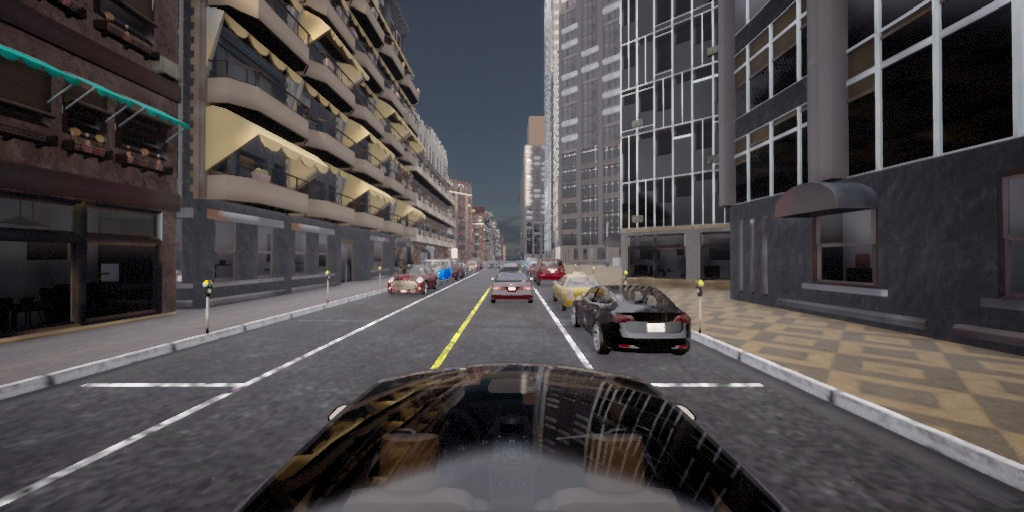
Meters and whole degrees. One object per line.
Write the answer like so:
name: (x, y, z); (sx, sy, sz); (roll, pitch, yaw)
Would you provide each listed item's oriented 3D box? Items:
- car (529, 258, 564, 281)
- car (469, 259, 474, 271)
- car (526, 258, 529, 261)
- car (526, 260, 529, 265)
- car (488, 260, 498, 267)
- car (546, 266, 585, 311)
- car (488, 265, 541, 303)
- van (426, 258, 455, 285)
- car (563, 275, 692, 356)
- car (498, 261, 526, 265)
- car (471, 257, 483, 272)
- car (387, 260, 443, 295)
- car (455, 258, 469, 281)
car: (2.566, 1.075, 25.088); (2.192, 1.841, 5.009); (0, 0, 0)
car: (-5.315, 1.321, 36.153); (2.007, 1.370, 4.403); (0, 0, 0)
car: (2.566, 1.303, 41.865); (1.751, 1.417, 4.829); (0, 0, 0)
car: (2.566, 1.352, 36.160); (1.802, 1.307, 4.207); (0, 0, 0)
car: (-2.750, 1.408, 56.502); (2.033, 1.411, 5.357); (0, 0, 0)
car: (2.566, 1.278, 14.186); (1.751, 1.417, 4.829); (0, 0, 0)
car: (0.000, 1.318, 16.500); (2.033, 1.411, 5.357); (0, 0, 0)
van: (-5.315, 1.101, 25.080); (1.690, 1.789, 3.998); (0, 0, 0)
car: (2.566, 1.315, 8.480); (1.948, 1.339, 4.313); (0, 0, 0)
car: (0.000, 1.252, 31.501); (1.882, 1.535, 5.008); (0, 0, 0)
car: (-5.315, 1.226, 47.223); (1.967, 1.591, 4.097); (0, 0, 0)
car: (-5.315, 1.195, 19.544); (1.967, 1.591, 4.097); (0, 0, 0)
car: (-5.315, 1.079, 30.616); (2.192, 1.841, 5.009); (0, 0, 0)
